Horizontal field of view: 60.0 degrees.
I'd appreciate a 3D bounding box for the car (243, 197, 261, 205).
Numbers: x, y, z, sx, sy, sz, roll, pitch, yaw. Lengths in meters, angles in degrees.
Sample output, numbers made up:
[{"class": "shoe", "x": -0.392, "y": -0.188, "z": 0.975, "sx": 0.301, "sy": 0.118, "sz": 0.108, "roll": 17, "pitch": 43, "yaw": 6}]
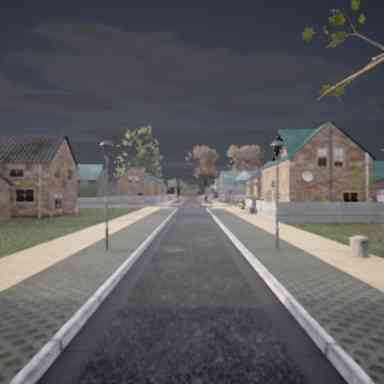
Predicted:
[{"class": "car", "x": 10.171, "y": 1.492, "z": 48.901, "sx": 5.357, "sy": 1.411, "sz": 2.033, "roll": 0, "pitch": -1, "yaw": 1}]
